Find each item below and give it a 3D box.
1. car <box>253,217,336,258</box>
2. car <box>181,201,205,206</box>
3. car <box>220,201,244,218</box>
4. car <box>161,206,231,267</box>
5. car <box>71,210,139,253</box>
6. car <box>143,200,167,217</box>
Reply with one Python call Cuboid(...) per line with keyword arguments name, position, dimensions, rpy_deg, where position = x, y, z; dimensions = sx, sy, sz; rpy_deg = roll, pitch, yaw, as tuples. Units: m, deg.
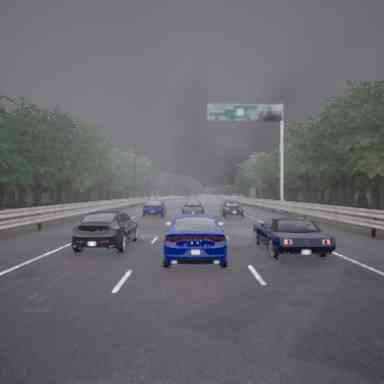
Cuboid(name="car", position=(3.597, 1.603, 12.693), dimensions=(1.895, 1.301, 4.718), rpy_deg=(0, 0, 0))
Cuboid(name="car", position=(0.093, 1.506, 29.452), dimensions=(2.128, 1.511, 4.902), rpy_deg=(0, 0, 0))
Cuboid(name="car", position=(3.592, 1.542, 30.473), dimensions=(1.812, 1.442, 4.674), rpy_deg=(0, 0, 0))
Cuboid(name="car", position=(0.096, 1.480, 11.474), dimensions=(1.882, 1.535, 5.008), rpy_deg=(0, 0, 0))
Cuboid(name="car", position=(-3.404, 1.508, 13.718), dimensions=(1.837, 1.490, 4.892), rpy_deg=(0, 0, 0))
Cuboid(name="car", position=(-3.407, 1.495, 31.042), dimensions=(1.882, 1.535, 5.008), rpy_deg=(0, 0, 0))
